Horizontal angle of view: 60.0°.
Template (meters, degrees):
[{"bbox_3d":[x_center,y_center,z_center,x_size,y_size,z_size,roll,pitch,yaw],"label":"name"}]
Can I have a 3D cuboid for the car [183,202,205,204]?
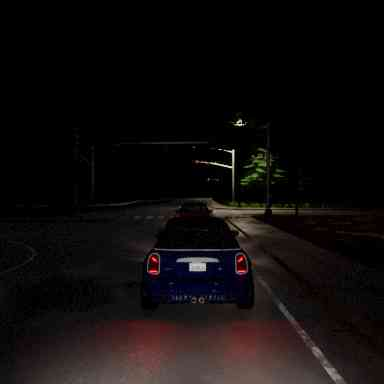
[{"bbox_3d":[0.102,1.338,18.141,2.097,1.767,4.553,0,0,0],"label":"car"}]

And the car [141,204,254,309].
[{"bbox_3d":[0.100,1.347,8.020,2.097,1.767,4.553,0,0,0],"label":"car"}]
